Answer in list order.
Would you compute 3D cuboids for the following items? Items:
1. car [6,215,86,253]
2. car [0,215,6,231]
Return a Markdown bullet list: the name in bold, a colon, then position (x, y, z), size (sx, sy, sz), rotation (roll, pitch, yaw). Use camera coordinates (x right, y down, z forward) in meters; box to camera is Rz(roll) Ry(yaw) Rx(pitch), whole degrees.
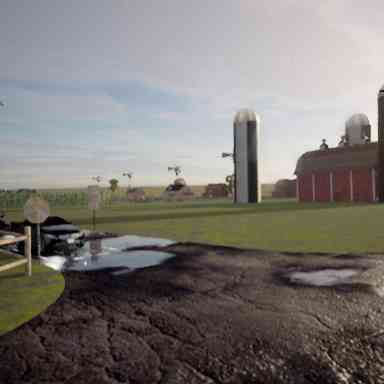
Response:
- **car**: position (-6.808, 1.855, 15.659), size (4.674, 1.442, 1.812), rotation (-2, 0, 44)
- **car**: position (-13.847, 2.106, 22.533), size (1.994, 1.385, 4.181), rotation (-2, 0, -45)
